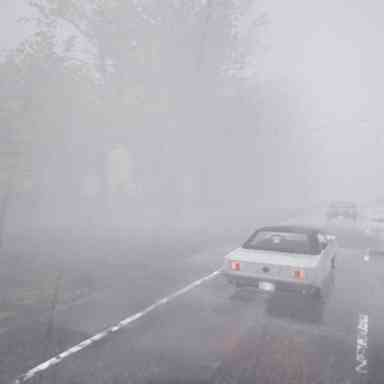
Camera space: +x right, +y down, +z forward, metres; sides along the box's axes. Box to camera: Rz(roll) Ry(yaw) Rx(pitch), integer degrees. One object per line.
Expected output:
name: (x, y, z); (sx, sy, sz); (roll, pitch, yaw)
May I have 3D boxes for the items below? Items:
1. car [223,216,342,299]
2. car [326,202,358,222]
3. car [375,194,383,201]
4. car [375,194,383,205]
car: (2.509, 1.510, 8.372); (1.895, 1.301, 4.718); (1, 1, 28)
car: (11.076, 1.364, 24.320); (1.895, 1.301, 4.718); (1, 1, 28)
car: (36.259, 1.017, 64.007); (1.895, 1.301, 4.718); (1, 1, 28)
car: (27.416, 1.136, 47.343); (1.994, 1.385, 4.181); (1, 1, 28)
